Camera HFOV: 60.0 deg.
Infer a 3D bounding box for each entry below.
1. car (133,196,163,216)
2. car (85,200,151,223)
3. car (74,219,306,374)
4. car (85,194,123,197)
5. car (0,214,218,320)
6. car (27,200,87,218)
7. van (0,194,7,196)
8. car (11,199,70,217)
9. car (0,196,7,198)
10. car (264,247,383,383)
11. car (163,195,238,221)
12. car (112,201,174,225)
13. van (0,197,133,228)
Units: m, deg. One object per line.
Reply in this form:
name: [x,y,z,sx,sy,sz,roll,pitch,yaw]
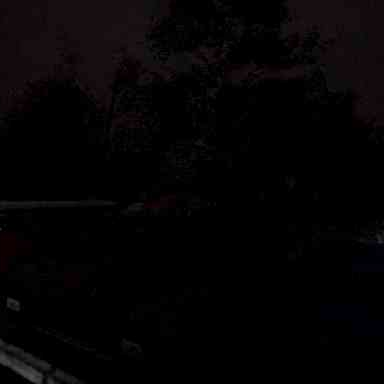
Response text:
car: [-1.188,1.215,23.260,2.435,2.045,5.566,0,0,35]
car: [-5.732,1.470,26.480,2.097,1.535,5.008,0,0,35]
car: [0.654,1.502,5.983,2.163,1.488,4.792,0,0,35]
car: [-8.026,1.221,28.063,2.435,2.045,5.566,0,0,35]
car: [-1.640,1.500,7.595,2.163,1.488,4.792,0,0,35]
car: [-12.583,1.515,31.262,2.163,1.488,4.792,0,0,35]
van: [-23.895,1.296,39.391,1.878,1.987,4.442,0,0,35]
car: [-14.848,1.493,32.882,2.097,1.535,5.008,0,0,35]
car: [-17.231,1.497,34.337,1.946,1.575,5.366,0,0,35]
car: [2.962,1.474,4.392,2.097,1.535,5.008,0,0,35]
car: [0.990,1.217,21.731,2.435,2.045,5.566,0,0,35]
car: [-3.553,1.507,24.953,2.002,1.452,4.674,0,0,35]
van: [-3.985,1.243,9.134,1.878,1.987,4.442,0,0,35]
